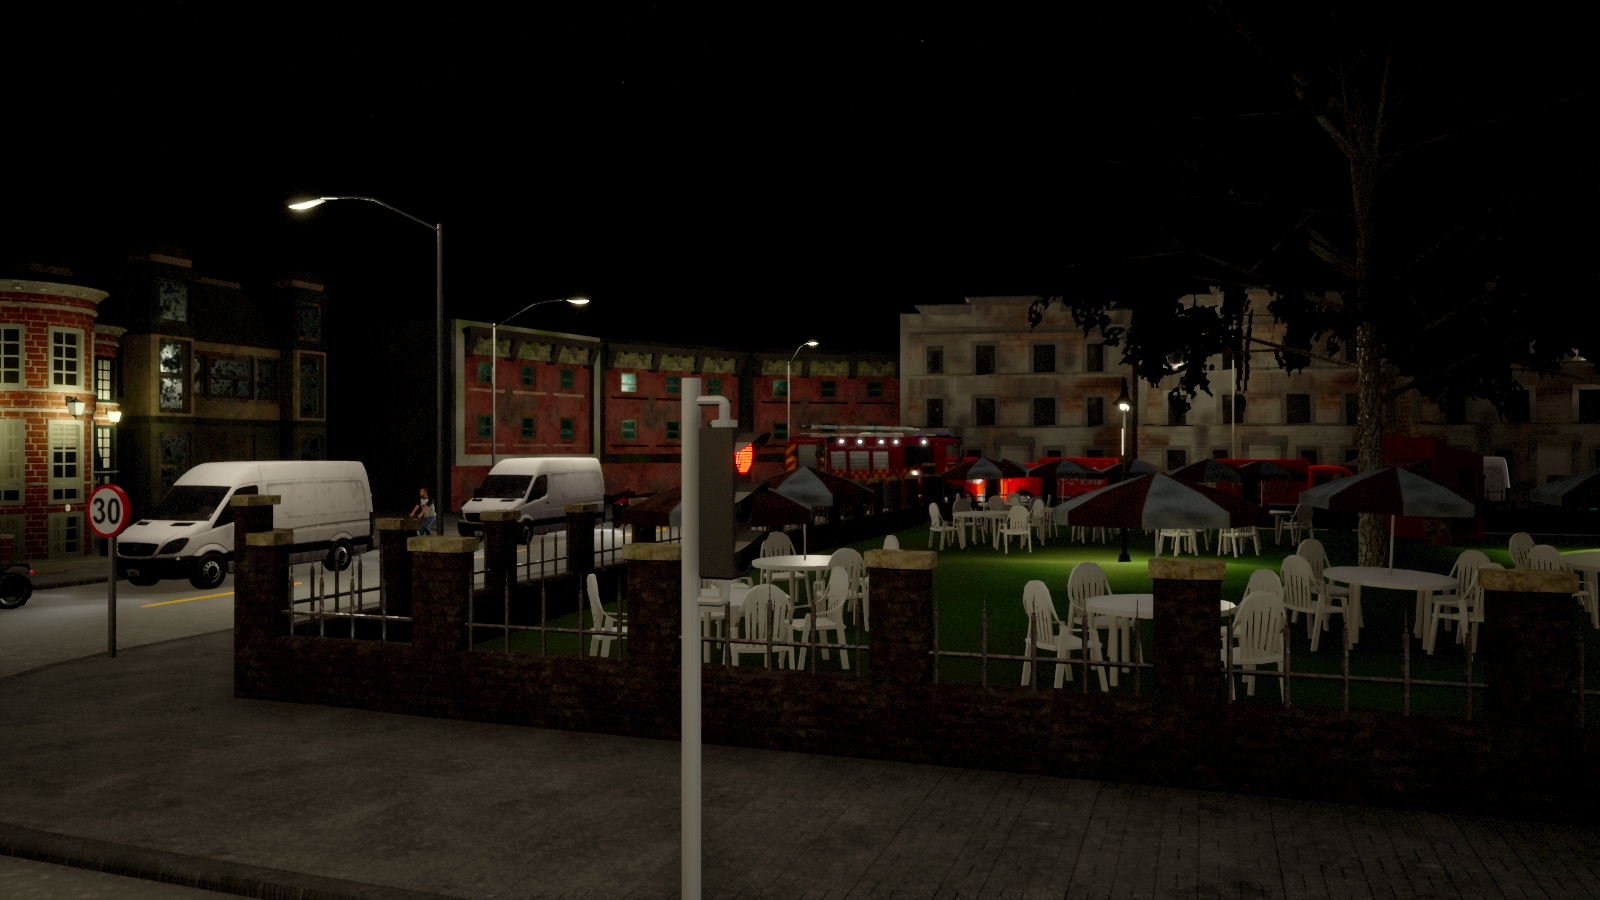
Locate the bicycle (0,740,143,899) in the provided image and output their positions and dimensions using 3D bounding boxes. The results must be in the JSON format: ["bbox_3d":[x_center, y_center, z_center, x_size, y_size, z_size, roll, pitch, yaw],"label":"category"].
[{"bbox_3d":[-3.691,1.940,4.992,1.835,1.271,0.329,0,0,21],"label":"bicycle"}]

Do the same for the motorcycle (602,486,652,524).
[{"bbox_3d":[-6.279,1.985,41.598,0.867,1.251,2.209,0,0,20],"label":"motorcycle"}]

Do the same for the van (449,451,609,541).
[{"bbox_3d":[-8.336,1.314,35.864,1.988,2.561,5.915,0,0,20],"label":"van"}]

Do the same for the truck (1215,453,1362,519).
[{"bbox_3d":[19.130,1.348,45.052,5.204,2.467,2.627,0,0,20],"label":"truck"}]

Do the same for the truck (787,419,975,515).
[{"bbox_3d":[3.640,0.672,49.314,8.468,3.827,2.891,0,0,-40],"label":"truck"}]

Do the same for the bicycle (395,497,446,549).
[{"bbox_3d":[-10.162,1.936,30.641,0.373,1.296,1.643,0,0,20],"label":"bicycle"}]

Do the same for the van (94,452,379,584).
[{"bbox_3d":[-12.115,1.315,25.192,1.988,2.561,5.915,0,0,20],"label":"van"}]
